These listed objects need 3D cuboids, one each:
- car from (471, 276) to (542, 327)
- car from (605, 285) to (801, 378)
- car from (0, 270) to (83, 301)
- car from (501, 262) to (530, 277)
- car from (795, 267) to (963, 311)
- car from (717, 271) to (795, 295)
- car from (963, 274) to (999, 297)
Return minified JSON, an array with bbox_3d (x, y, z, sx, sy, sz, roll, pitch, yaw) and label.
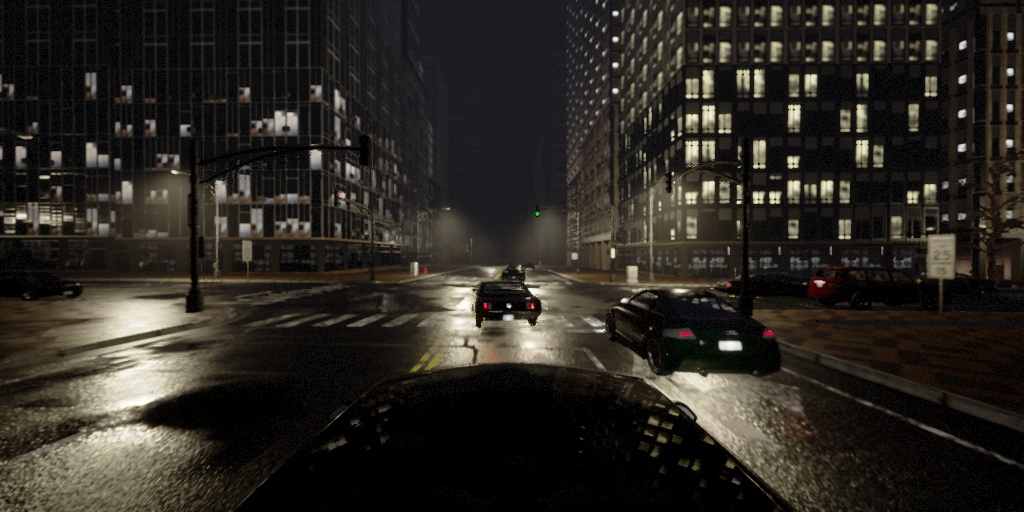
[{"bbox_3d":[-0.399,1.479,12.112,1.895,1.301,4.718,1,-2,-8],"label":"car"},{"bbox_3d":[3.353,1.365,7.516,1.994,1.385,4.181,0,-1,0],"label":"car"},{"bbox_3d":[-22.719,1.324,16.637,4.313,1.339,1.948,0,0,1],"label":"car"},{"bbox_3d":[0.132,1.466,29.480,2.128,1.511,4.902,0,-1,0],"label":"car"},{"bbox_3d":[16.205,1.412,16.073,5.009,1.841,2.192,0,0,1],"label":"car"},{"bbox_3d":[14.032,1.605,19.301,5.357,1.411,2.033,1,0,8],"label":"car"},{"bbox_3d":[25.741,1.688,21.683,5.357,1.411,2.033,0,0,1],"label":"car"}]
